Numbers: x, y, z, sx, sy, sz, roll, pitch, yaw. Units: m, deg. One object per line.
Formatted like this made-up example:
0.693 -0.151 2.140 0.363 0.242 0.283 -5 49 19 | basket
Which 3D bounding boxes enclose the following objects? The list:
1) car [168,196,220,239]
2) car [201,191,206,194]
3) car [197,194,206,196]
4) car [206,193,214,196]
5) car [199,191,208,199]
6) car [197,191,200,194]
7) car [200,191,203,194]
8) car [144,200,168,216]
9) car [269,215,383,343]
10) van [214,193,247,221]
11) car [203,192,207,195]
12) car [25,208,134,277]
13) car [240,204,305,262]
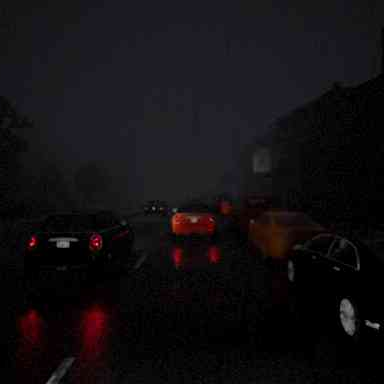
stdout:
0.087 1.271 17.005 2.097 1.767 4.553 0 0 0 | car
3.180 1.185 61.675 1.946 1.575 5.366 0 0 0 | car
0.075 1.325 34.994 2.128 1.511 4.902 0 0 0 | car
3.197 1.167 39.483 2.185 1.767 4.553 0 0 0 | car
3.137 0.780 94.794 2.435 2.045 5.566 0 0 0 | car
3.154 1.085 83.586 2.231 1.521 4.892 0 0 0 | car
3.179 1.037 66.985 2.185 1.767 4.553 0 0 0 | car
-3.172 1.404 30.126 2.033 1.411 5.357 0 0 0 | car
3.221 1.450 6.359 2.231 1.521 4.892 0 0 0 | car
3.205 1.118 28.581 1.878 1.987 4.442 0 0 0 | van
3.189 1.242 50.434 2.231 1.521 4.892 0 0 0 | car
-3.158 1.303 10.275 2.097 1.767 4.553 0 0 0 | car
3.217 1.423 11.885 2.097 1.535 5.008 0 0 0 | car
